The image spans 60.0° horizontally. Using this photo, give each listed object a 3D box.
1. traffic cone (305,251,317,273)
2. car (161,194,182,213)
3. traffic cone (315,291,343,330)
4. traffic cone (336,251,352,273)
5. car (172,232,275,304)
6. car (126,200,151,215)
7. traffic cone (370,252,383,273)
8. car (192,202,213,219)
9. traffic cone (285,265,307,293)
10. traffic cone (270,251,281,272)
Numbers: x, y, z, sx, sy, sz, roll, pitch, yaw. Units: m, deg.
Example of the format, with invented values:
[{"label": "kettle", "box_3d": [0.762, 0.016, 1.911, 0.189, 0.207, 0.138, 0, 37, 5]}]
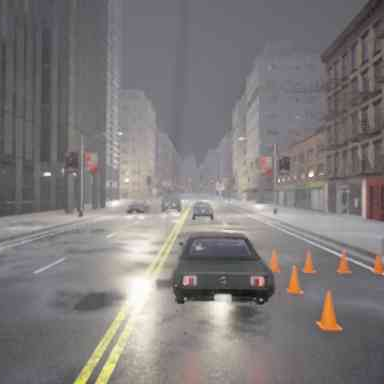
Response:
[{"label": "traffic cone", "box_3d": [3.391, 2.006, 9.646, 0.340, 0.580, 0.340, 0, 0, 1]}, {"label": "car", "box_3d": [-2.339, 1.302, 38.732, 2.150, 2.045, 5.566, 0, 0, 1]}, {"label": "traffic cone", "box_3d": [2.327, 1.987, 5.663, 0.340, 0.580, 0.340, 0, 0, 1]}, {"label": "traffic cone", "box_3d": [4.392, 2.012, 9.630, 0.340, 0.580, 0.340, 0, 0, 1]}, {"label": "car", "box_3d": [0.600, 1.629, 8.192, 1.895, 1.301, 4.718, 0, 0, 1]}, {"label": "car", "box_3d": [-5.643, 1.602, 35.757, 2.033, 1.411, 5.357, 0, 0, 1]}, {"label": "traffic cone", "box_3d": [5.391, 2.018, 9.613, 0.340, 0.580, 0.340, 0, 0, 1]}, {"label": "car", "box_3d": [0.953, 1.632, 29.801, 2.033, 1.411, 5.357, 0, 0, 1]}, {"label": "traffic cone", "box_3d": [2.359, 1.993, 7.662, 0.340, 0.580, 0.340, 0, 0, 1]}, {"label": "traffic cone", "box_3d": [2.392, 2.000, 9.662, 0.340, 0.580, 0.340, 0, 0, 1]}]
